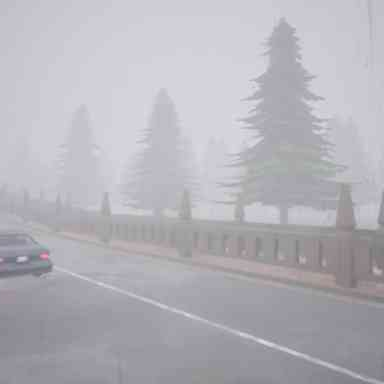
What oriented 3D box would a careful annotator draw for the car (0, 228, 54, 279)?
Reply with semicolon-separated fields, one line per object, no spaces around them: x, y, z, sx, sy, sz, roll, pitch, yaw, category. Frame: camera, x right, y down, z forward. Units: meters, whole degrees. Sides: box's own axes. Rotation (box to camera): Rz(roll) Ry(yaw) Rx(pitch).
-6.290;1.891;10.737;2.033;1.411;5.357;3;-3;-44;car
